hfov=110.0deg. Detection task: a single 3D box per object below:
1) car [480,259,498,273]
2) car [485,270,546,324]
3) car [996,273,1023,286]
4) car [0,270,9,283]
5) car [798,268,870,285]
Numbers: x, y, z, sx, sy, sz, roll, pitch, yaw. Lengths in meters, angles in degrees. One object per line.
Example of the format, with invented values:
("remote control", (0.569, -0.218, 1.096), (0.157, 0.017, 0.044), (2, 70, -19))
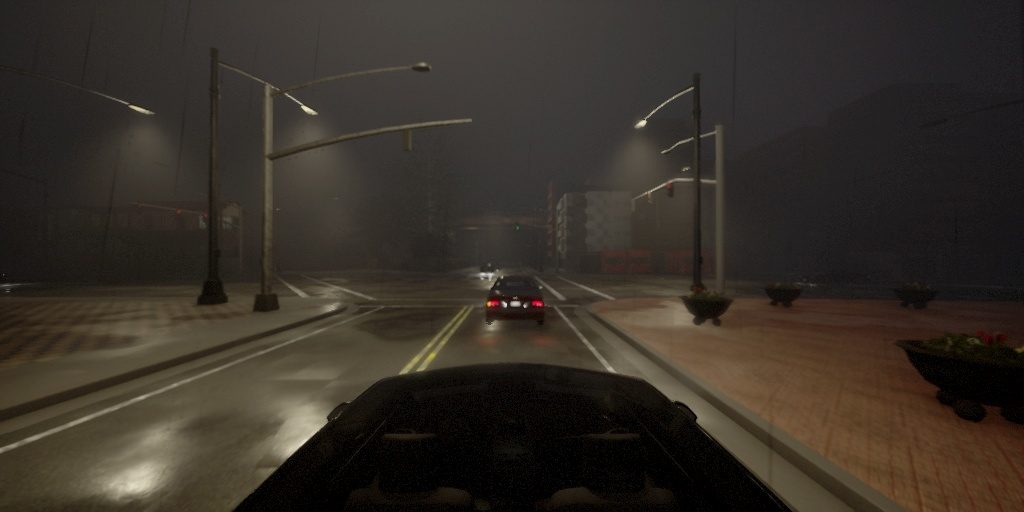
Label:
("car", (-3.516, 1.589, 51.199), (2.128, 1.511, 4.902), (0, 0, 0))
("car", (0.099, 1.373, 12.307), (2.033, 1.411, 5.357), (0, 0, 0))
("car", (47.569, 2.230, 32.739), (4.718, 1.301, 1.895), (1, 0, 0))
("car", (-38.518, 1.205, 25.078), (4.892, 1.490, 1.837), (1, 0, 0))
("car", (29.372, 1.841, 32.718), (5.357, 1.411, 2.033), (1, 0, 0))
